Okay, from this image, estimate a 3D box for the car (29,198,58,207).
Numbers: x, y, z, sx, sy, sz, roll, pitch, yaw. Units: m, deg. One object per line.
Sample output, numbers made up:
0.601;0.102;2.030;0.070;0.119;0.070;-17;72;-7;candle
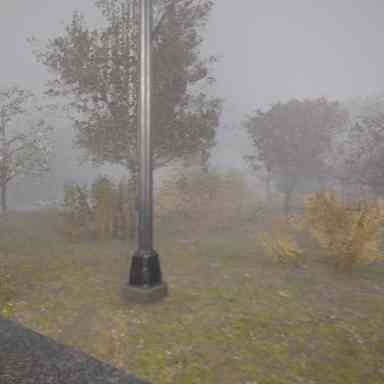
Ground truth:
-24.445;1.726;55.101;1.812;1.442;4.674;0;1;36;car
